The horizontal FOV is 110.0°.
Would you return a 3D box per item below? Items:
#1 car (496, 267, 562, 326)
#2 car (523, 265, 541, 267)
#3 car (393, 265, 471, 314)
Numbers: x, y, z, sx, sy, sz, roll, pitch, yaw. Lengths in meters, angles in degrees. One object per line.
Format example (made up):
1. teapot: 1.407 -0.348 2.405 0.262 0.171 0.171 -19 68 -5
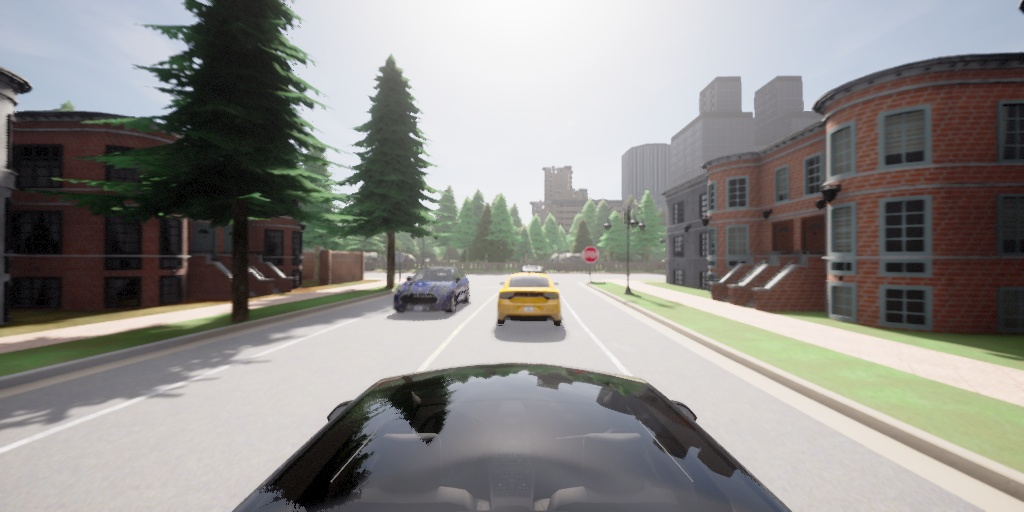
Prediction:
1. car: 0.582 1.312 12.152 1.882 1.535 5.008 0 -1 3
2. car: 1.522 1.447 27.230 2.128 1.511 4.902 0 -1 4
3. car: -3.020 1.194 14.359 2.097 1.767 4.553 0 0 4
